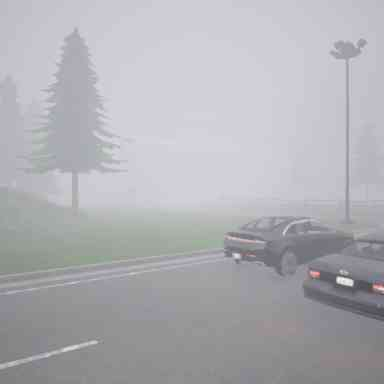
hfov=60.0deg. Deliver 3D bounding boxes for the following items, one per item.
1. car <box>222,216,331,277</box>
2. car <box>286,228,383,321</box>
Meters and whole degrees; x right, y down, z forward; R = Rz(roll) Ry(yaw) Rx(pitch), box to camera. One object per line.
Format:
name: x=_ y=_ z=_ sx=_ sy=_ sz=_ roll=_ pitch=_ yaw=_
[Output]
car: x=3.165 y=1.492 z=10.302 sx=4.902 sy=1.511 sz=2.128 roll=0 pitch=0 yaw=-35
car: x=4.599 y=1.547 z=7.028 sx=5.357 sy=1.411 sz=2.033 roll=0 pitch=0 yaw=-36
